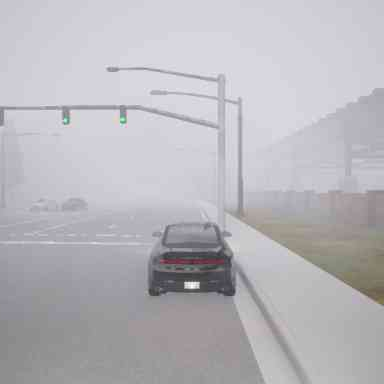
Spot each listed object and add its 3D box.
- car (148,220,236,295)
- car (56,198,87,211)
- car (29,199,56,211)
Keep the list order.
[{"bbox_3d":[-0.001,1.493,8.649,1.837,1.490,4.892,0,0,0],"label":"car"},{"bbox_3d":[-13.894,1.513,39.439,1.837,1.490,4.892,0,0,0],"label":"car"},{"bbox_3d":[-17.396,1.519,39.440,1.812,1.442,4.674,0,0,0],"label":"car"}]
